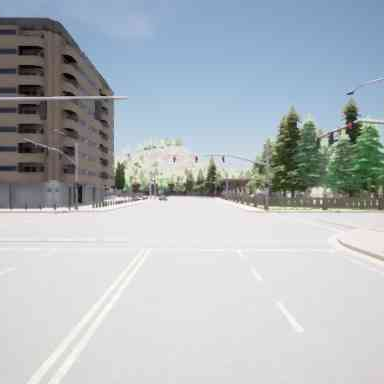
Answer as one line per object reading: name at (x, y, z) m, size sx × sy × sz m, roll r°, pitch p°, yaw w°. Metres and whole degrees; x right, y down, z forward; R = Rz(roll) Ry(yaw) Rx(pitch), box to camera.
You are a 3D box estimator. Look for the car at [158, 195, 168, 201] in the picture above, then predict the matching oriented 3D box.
car at (-7.000, 1.493, 80.297) m, size 1.812 × 1.442 × 4.674 m, roll 0°, pitch 0°, yaw 0°
